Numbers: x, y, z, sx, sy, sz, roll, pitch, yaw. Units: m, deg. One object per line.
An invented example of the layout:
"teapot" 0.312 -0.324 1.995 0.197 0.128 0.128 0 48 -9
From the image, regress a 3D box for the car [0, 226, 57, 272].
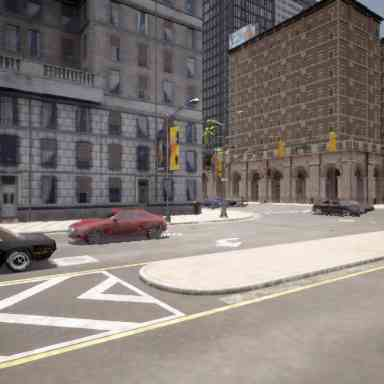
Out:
"car" -6.442 1.601 9.248 4.718 1.301 1.895 0 0 -35

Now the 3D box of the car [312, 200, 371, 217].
"car" 13.798 1.509 31.572 1.837 1.490 4.892 0 0 -35

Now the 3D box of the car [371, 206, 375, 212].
"car" 16.656 1.553 35.982 5.357 1.411 2.033 0 0 41

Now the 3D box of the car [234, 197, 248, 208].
"car" 6.117 1.497 48.616 2.128 1.511 4.902 0 0 -35

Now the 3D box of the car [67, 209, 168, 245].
"car" -3.369 1.526 15.620 4.674 1.442 1.812 0 0 -35

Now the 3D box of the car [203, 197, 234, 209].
"car" 3.314 1.530 46.519 1.812 1.442 4.674 0 0 -35
